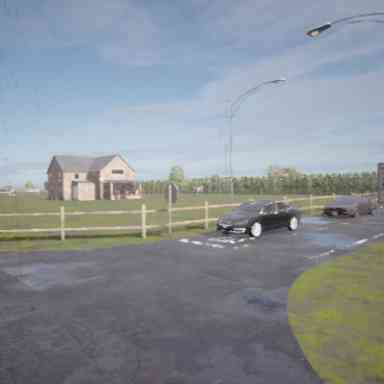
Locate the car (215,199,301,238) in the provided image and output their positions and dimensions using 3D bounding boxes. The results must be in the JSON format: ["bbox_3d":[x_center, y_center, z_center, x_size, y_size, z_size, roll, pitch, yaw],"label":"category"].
[{"bbox_3d":[3.162,1.132,15.399,4.892,1.490,1.837,-2,1,-42],"label":"car"}]

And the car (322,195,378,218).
[{"bbox_3d":[10.851,0.905,22.597,5.357,1.411,2.033,-2,1,-43],"label":"car"}]
